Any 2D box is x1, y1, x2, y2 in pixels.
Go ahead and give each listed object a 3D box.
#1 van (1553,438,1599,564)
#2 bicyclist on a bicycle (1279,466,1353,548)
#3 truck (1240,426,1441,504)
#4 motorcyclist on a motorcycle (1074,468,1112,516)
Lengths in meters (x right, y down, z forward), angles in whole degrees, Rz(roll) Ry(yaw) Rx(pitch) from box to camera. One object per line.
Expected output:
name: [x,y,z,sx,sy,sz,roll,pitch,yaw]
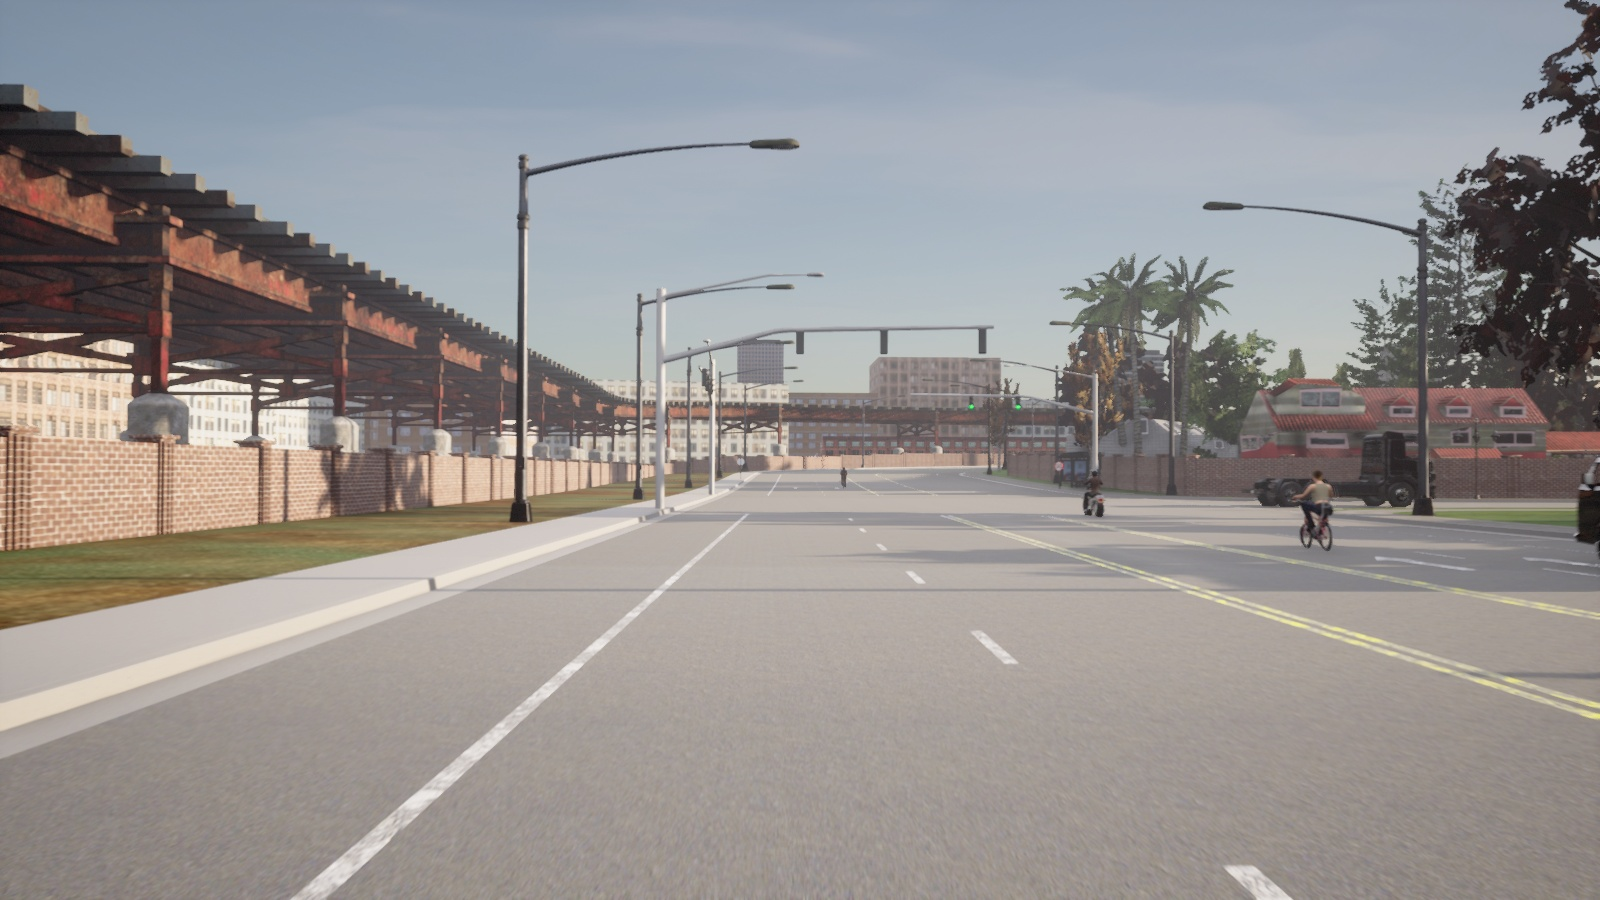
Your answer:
van: [13.948,0.804,19.207,2.069,2.038,4.480,0,-1,-1]
bicyclist on a bicycle: [10.439,1.137,25.468,0.866,1.612,1.509,0,-1,0]
truck: [24.675,0.703,57.587,7.936,3.462,2.891,0,-1,-2]
motorcyclist on a motorcycle: [10.386,1.469,44.543,0.766,1.649,2.350,0,-1,0]
